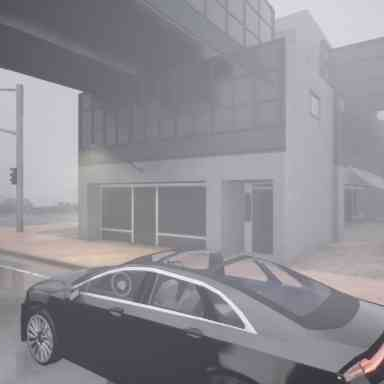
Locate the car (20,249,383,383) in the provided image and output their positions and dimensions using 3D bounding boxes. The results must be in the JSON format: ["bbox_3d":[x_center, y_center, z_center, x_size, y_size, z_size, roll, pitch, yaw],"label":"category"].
[{"bbox_3d":[-0.247,1.492,4.169,4.902,1.511,2.128,0,0,35],"label":"car"}]

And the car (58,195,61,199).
[{"bbox_3d":[-28.895,1.384,71.749,3.905,1.438,1.784,0,0,35],"label":"car"}]

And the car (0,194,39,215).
[{"bbox_3d":[-17.935,1.362,32.448,2.097,1.767,4.553,0,0,36],"label":"car"}]

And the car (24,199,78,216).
[{"bbox_3d":[-13.437,1.610,32.675,1.895,1.301,4.718,0,0,36],"label":"car"}]

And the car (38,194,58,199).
[{"bbox_3d":[-30.622,1.174,69.423,4.605,1.855,1.932,0,0,35],"label":"car"}]

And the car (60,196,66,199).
[{"bbox_3d":[-12.597,1.488,39.680,1.882,1.535,5.008,0,0,37],"label":"car"}]
